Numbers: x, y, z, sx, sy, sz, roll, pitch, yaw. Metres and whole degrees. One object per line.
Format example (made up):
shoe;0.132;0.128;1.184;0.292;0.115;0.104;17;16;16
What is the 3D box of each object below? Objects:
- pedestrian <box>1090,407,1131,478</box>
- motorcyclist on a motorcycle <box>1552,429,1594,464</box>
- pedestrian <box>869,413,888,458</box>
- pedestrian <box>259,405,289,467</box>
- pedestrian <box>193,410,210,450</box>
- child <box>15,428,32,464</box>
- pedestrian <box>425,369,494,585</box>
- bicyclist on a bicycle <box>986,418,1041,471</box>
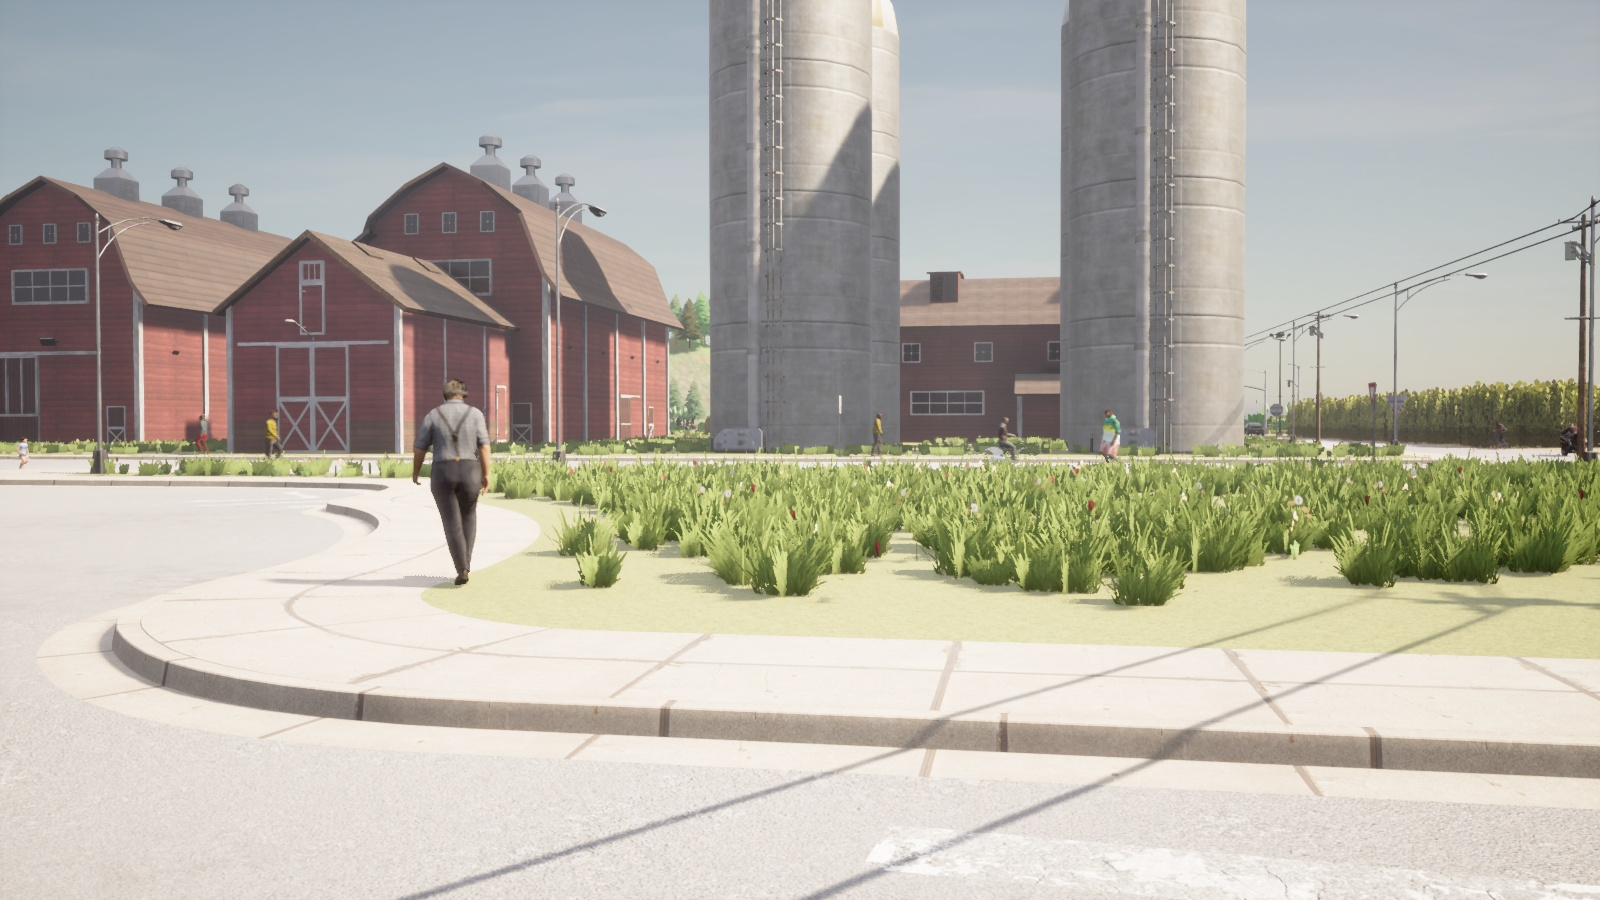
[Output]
pedestrian;8.643;-0.224;34.951;0.873;1.952;0.659;0;1;-19
motorcyclist on a motorcycle;34.784;-0.169;56.559;0.866;1.530;2.191;1;1;10
pedestrian;3.229;-0.613;51.614;0.726;1.835;0.370;0;1;1
pedestrian;-15.763;-0.414;37.624;0.709;1.840;0.431;0;1;7
pedestrian;-27.455;-0.911;57.620;0.614;1.847;0.353;0;1;0
child;-24.656;-0.131;39.875;0.394;1.110;0.255;1;1;10
pedestrian;-3.043;0.225;11.189;0.540;1.848;0.694;0;1;-20
bicyclist on a bicycle;7.274;-0.187;42.830;1.843;1.776;0.659;0;1;10
